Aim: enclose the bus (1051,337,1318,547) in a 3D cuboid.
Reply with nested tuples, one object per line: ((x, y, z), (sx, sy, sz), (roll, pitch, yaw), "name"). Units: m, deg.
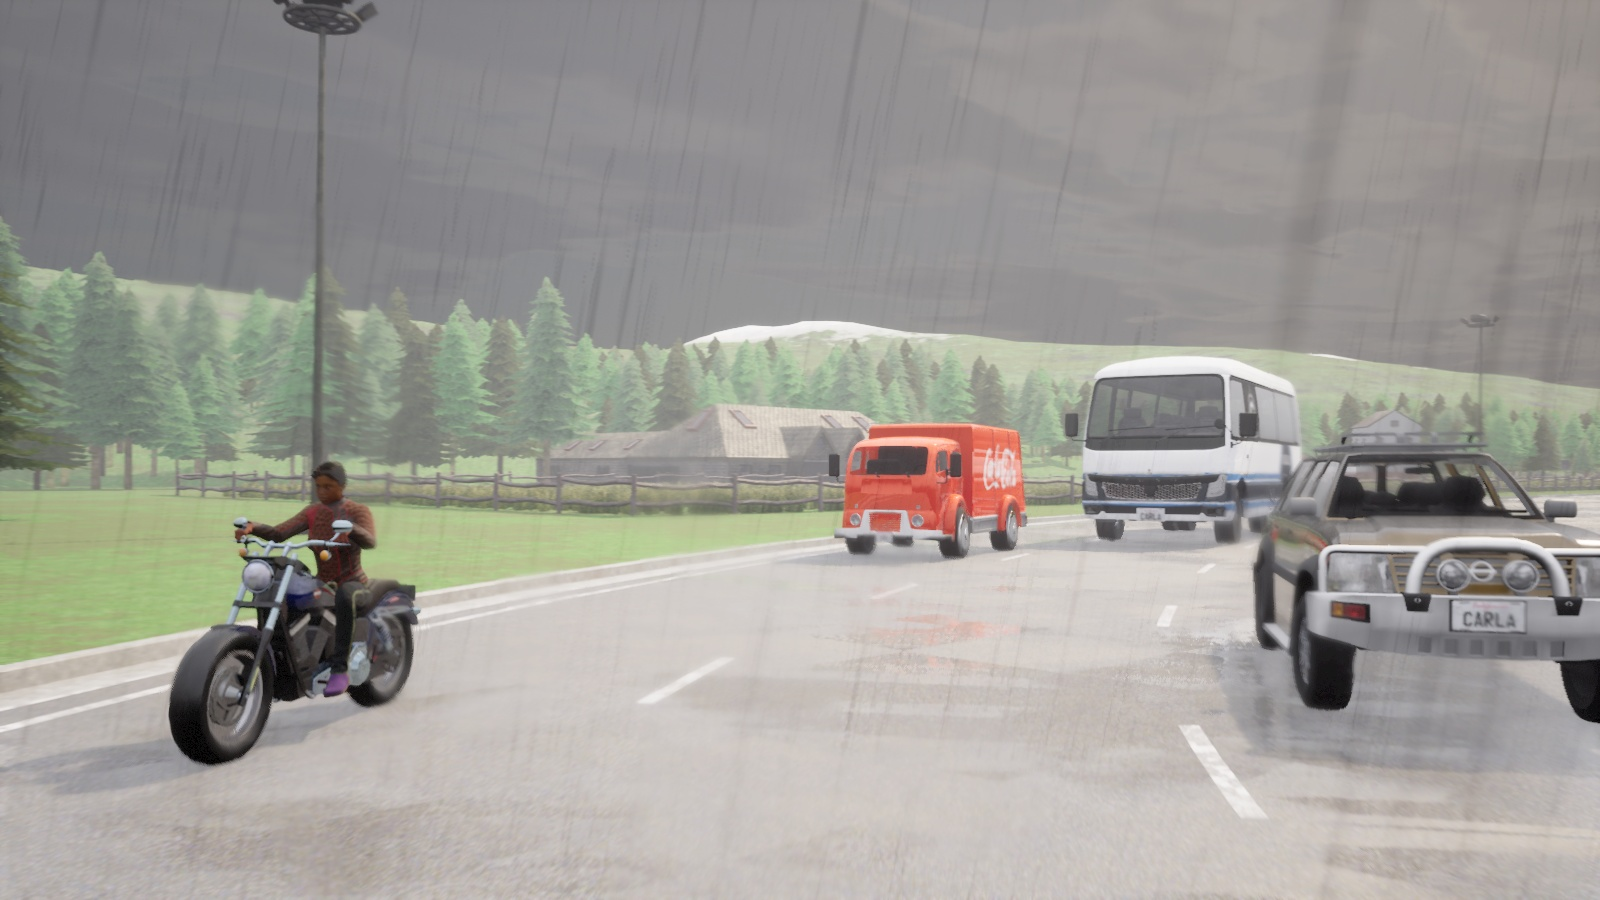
((9.798, -0.075, 30.828), (3.944, 4.253, 10.273), (-1, -1, 31), "bus")

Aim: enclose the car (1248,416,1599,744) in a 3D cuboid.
((4.621, 0.776, 9.482), (1.932, 1.855, 4.605), (-1, -1, 15), "car")

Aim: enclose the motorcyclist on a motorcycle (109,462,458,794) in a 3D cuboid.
((-2.921, 0.899, 7.471), (0.766, 1.649, 2.350), (0, -1, 10), "motorcyclist on a motorcycle")

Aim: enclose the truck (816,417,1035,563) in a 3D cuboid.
((2.577, 0.726, 24.217), (2.627, 2.467, 5.204), (-1, -1, 25), "truck")
